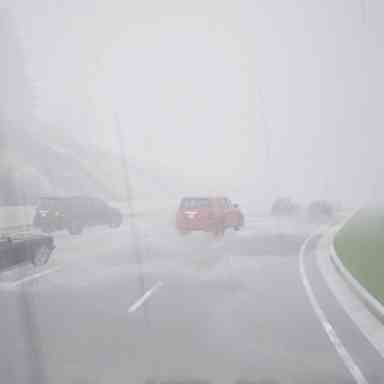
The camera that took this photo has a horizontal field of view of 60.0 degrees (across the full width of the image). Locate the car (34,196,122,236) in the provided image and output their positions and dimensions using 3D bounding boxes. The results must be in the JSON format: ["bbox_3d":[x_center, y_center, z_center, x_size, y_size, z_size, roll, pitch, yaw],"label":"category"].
[{"bbox_3d":[-6.308,1.236,19.054,2.150,2.045,5.566,0,0,23],"label":"car"}]

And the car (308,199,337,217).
[{"bbox_3d":[12.344,1.529,31.848,1.837,1.490,4.892,0,0,29],"label":"car"}]

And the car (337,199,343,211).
[{"bbox_3d":[17.365,1.556,41.058,1.812,1.442,4.674,0,0,30],"label":"car"}]

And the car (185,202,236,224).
[{"bbox_3d":[1.626,1.567,26.745,2.033,1.411,5.357,0,0,28],"label":"car"}]

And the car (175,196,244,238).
[{"bbox_3d":[1.096,1.235,18.019,2.150,2.045,5.566,0,0,25],"label":"car"}]

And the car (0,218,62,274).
[{"bbox_3d":[-5.725,1.608,8.776,1.895,1.301,4.718,0,0,11],"label":"car"}]

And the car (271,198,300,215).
[{"bbox_3d":[9.651,1.377,34.150,2.097,1.767,4.553,0,0,28],"label":"car"}]
